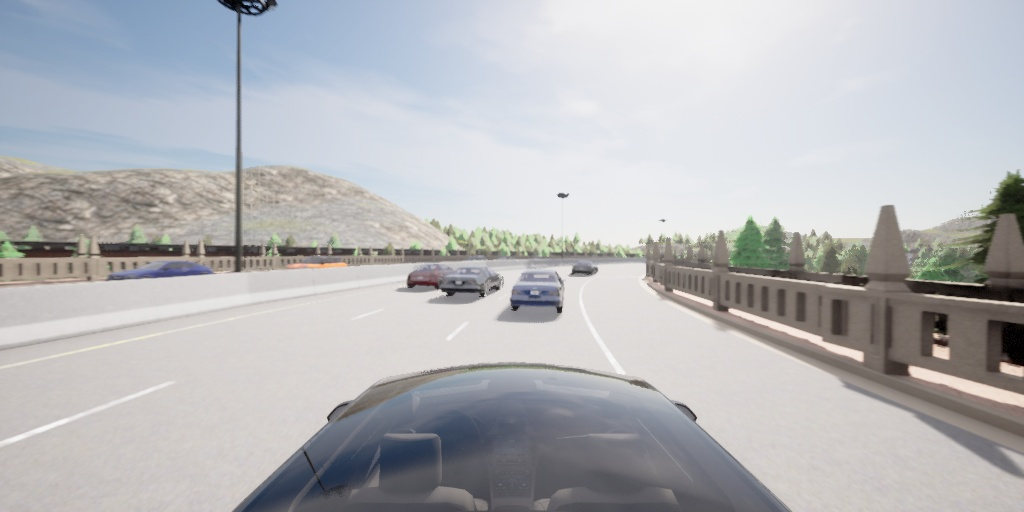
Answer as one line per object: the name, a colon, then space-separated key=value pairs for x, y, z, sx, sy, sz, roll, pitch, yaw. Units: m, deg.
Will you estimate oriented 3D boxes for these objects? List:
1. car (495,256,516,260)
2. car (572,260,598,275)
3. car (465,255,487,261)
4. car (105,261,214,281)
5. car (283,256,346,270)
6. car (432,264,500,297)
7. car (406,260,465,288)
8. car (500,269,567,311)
car: x=-1.157 y=0.770 z=63.344 sx=2.128 sy=1.511 sz=4.902 roll=1 pitch=0 yaw=35
car: x=7.155 y=1.118 z=34.969 sx=1.994 sy=1.385 sz=4.181 roll=1 pitch=0 yaw=22
car: x=-4.555 y=0.748 z=43.532 sx=2.097 sy=1.767 sz=4.553 roll=1 pitch=1 yaw=25
car: x=-19.271 y=0.985 z=19.944 sx=1.812 sy=1.442 sz=4.674 roll=0 pitch=0 yaw=10
car: x=-14.329 y=0.802 z=26.275 sx=2.097 sy=1.767 sz=4.553 roll=1 pitch=0 yaw=15
car: x=-1.795 y=1.162 z=17.720 sx=2.033 sy=1.411 sz=5.357 roll=1 pitch=0 yaw=11
car: x=-4.533 y=1.129 z=21.321 sx=1.994 sy=1.385 sz=4.181 roll=1 pitch=0 yaw=12
car: x=1.105 y=1.213 z=13.980 sx=2.033 sy=1.411 sz=5.357 roll=1 pitch=0 yaw=9
